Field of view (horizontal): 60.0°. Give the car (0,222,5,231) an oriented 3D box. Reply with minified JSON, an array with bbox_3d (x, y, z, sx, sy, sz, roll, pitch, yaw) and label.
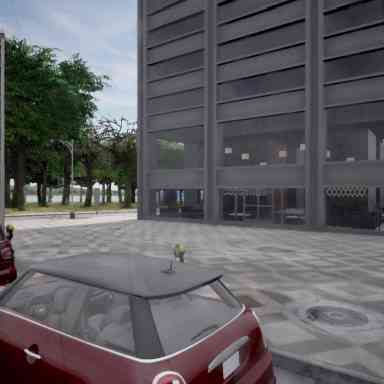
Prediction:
[{"bbox_3d":[-5.686,1.315,7.010,5.009,1.841,2.192,0,0,35],"label":"car"}]

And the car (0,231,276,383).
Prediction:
[{"bbox_3d":[-1.257,1.440,3.855,4.097,1.590,1.967,0,0,35],"label":"car"}]
